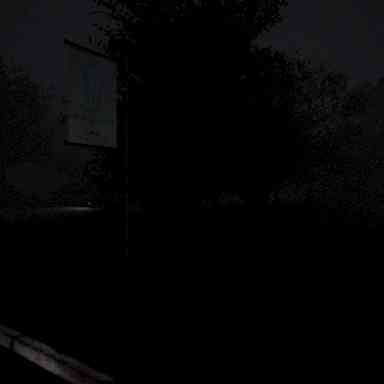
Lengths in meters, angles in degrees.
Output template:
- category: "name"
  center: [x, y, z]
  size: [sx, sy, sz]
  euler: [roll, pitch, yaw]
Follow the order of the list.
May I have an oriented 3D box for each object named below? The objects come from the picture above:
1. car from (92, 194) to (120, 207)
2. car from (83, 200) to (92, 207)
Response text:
- category: "car"
  center: [-10.568, 1.182, 46.176]
  size: [2.150, 2.045, 5.566]
  euler: [0, 0, 38]
- category: "car"
  center: [-13.385, 1.466, 48.267]
  size: [1.837, 1.490, 4.892]
  euler: [0, 0, 38]
